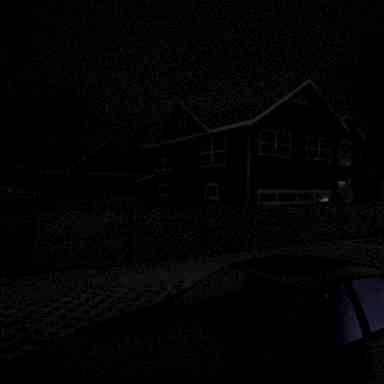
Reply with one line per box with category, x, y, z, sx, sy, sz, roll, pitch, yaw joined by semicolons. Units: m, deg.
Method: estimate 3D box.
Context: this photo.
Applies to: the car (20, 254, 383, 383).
car;1.090;1.499;3.703;5.357;1.411;2.033;0;1;-32
